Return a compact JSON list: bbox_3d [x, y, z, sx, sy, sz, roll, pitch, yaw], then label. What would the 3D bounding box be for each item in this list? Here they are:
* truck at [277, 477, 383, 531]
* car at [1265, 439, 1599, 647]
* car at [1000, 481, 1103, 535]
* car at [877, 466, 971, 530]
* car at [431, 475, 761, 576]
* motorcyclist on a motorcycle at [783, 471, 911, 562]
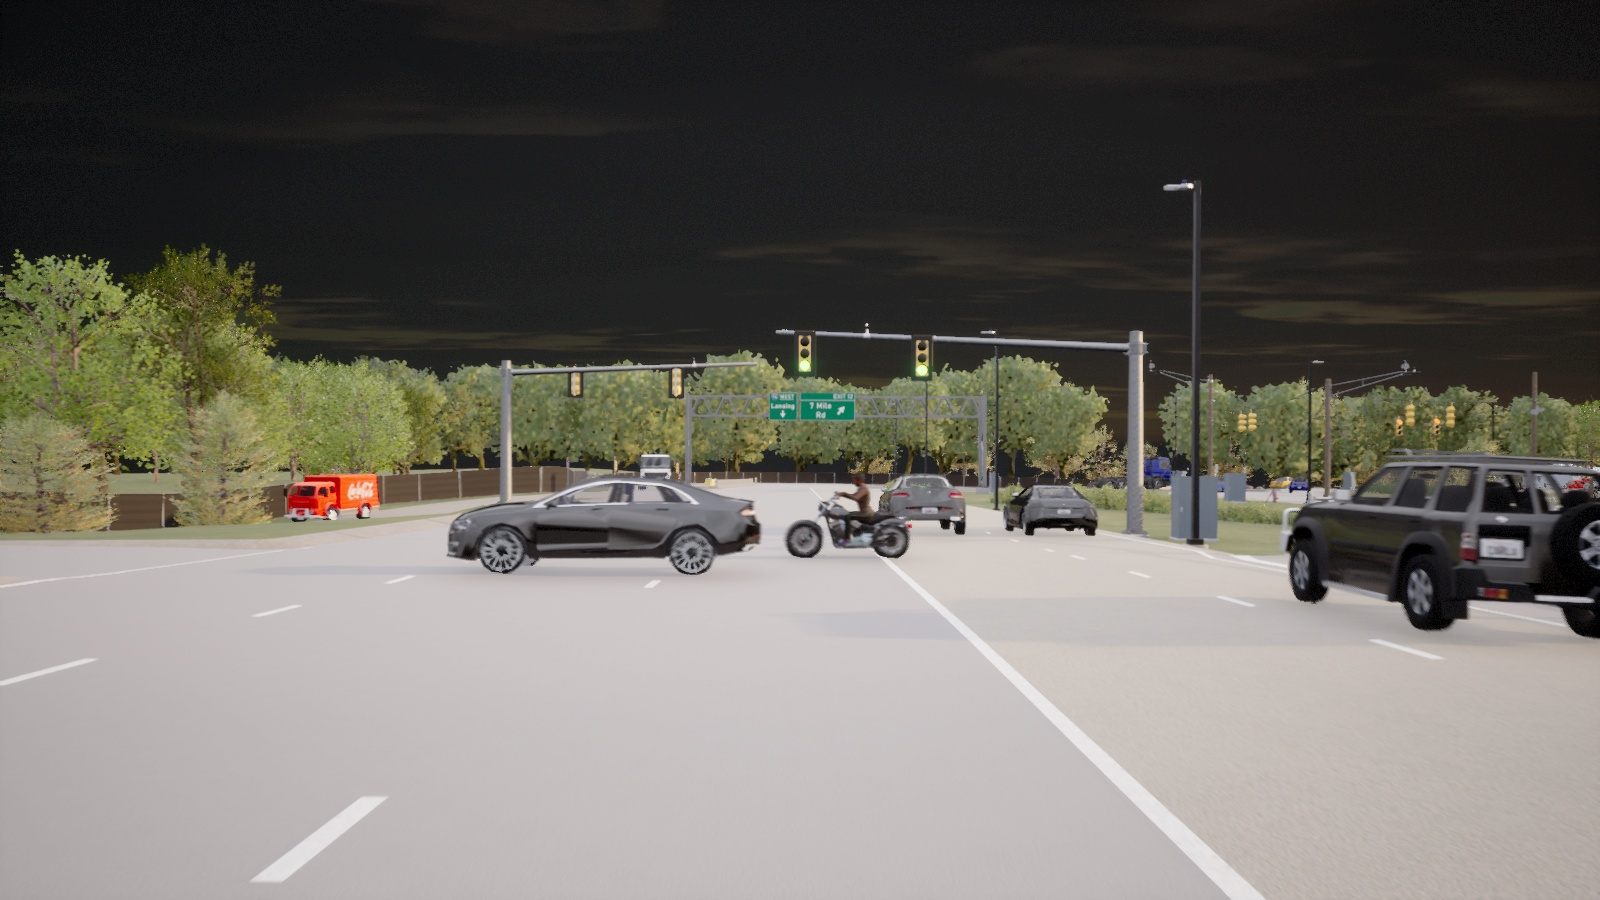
[{"bbox_3d":[-24.301,2.735,65.164,2.627,2.467,5.204,0,1,14],"label":"truck"},{"bbox_3d":[6.995,0.888,13.821,1.932,1.855,4.605,2,-1,-1],"label":"car"},{"bbox_3d":[6.918,1.570,34.960,1.994,1.385,4.181,0,-1,0],"label":"car"},{"bbox_3d":[3.414,1.311,35.553,2.152,1.651,5.027,0,-1,0],"label":"car"},{"bbox_3d":[-3.083,1.155,19.910,4.902,1.511,2.128,0,-1,-1],"label":"car"},{"bbox_3d":[0.859,1.226,23.491,2.350,1.649,0.766,0,-1,-1],"label":"motorcyclist on a motorcycle"}]
